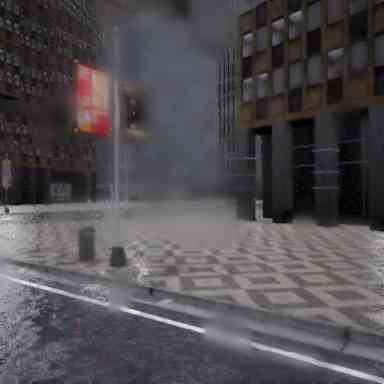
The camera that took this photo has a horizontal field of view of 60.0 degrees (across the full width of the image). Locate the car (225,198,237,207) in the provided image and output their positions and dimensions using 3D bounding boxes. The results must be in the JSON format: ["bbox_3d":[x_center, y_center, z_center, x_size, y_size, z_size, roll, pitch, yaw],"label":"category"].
[{"bbox_3d":[8.129,1.758,57.598,5.357,1.411,2.033,0,0,-41],"label":"car"}]
